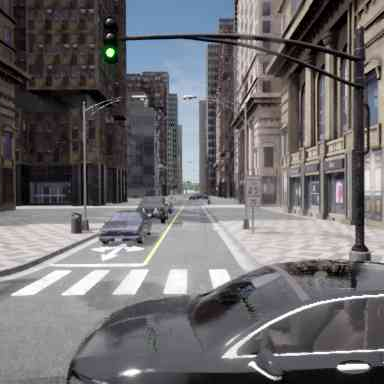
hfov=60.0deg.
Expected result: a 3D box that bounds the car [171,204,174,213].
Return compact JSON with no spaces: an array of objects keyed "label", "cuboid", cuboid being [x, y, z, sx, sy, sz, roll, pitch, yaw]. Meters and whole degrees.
[{"label":"car","cuboid":[-3.107,1.677,37.177,1.812,1.442,4.674,0,0,0]}]

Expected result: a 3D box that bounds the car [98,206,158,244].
[{"label":"car","cuboid":[-3.115,1.639,16.627,2.033,1.411,5.357,0,0,0]}]

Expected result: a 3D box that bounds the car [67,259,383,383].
[{"label":"car","cuboid":[1.267,1.528,3.387,4.892,1.490,1.837,0,1,0]}]

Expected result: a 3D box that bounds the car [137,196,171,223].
[{"label":"car","cuboid":[-3.118,1.342,26.846,2.150,2.045,5.566,0,0,-1]}]
